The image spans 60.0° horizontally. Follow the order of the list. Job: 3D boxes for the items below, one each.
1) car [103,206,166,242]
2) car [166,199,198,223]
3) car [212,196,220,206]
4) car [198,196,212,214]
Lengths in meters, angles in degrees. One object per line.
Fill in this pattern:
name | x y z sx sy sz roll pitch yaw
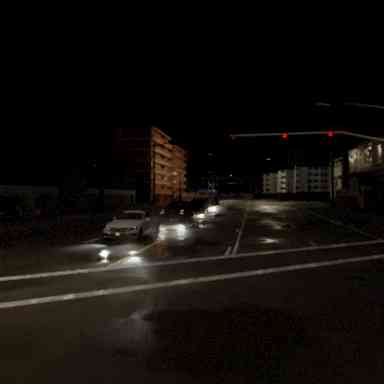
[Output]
car | -3.019 1.690 17.691 1.812 1.442 4.674 0 0 11
car | -1.177 1.528 27.587 2.097 1.767 4.553 -1 0 11
car | 3.121 1.328 50.509 2.128 1.511 4.902 0 1 11
car | 0.720 1.543 37.712 1.882 1.535 5.008 0 1 11
